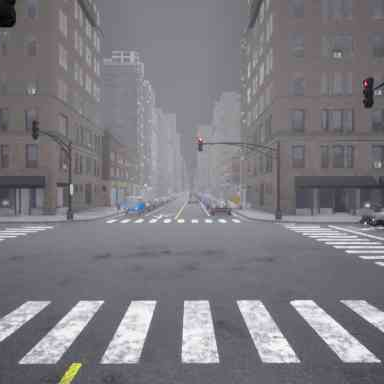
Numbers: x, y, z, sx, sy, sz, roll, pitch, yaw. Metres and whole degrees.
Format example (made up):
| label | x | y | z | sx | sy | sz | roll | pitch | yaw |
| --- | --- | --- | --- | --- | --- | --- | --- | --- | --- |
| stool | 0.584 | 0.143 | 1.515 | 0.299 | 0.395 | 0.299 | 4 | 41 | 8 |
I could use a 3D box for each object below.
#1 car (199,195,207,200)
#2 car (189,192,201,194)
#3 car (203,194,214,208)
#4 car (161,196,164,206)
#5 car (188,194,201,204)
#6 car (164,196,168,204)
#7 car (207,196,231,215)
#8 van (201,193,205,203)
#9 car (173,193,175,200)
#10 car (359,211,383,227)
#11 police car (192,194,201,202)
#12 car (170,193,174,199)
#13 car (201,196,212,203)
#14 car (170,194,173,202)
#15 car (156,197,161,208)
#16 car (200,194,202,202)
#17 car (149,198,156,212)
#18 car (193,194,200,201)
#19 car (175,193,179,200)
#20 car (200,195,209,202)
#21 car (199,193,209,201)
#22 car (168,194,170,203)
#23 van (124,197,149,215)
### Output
| label | x | y | z | sx | sy | sz | roll | pitch | yaw |
| --- | --- | --- | --- | --- | --- | --- | --- | --- | --- |
| car | 3.042 | 1.557 | 90.083 | 1.947 | 1.339 | 4.313 | 0 | 0 | 0 |
| car | 0.303 | 1.038 | 72.994 | 2.150 | 2.045 | 5.566 | 0 | 0 | 0 |
| car | 2.851 | 1.443 | 44.728 | 1.967 | 1.590 | 4.097 | 0 | 0 | 0 |
| car | -5.651 | 1.585 | 50.428 | 1.802 | 1.307 | 4.206 | 0 | 0 | 0 |
| car | 0.261 | 1.565 | 62.960 | 1.994 | 1.385 | 4.181 | 0 | 0 | 0 |
| car | -5.627 | 1.568 | 56.097 | 1.947 | 1.339 | 4.313 | 0 | 0 | 0 |
| car | 2.804 | 1.442 | 33.390 | 1.967 | 1.590 | 4.097 | 0 | 0 | 0 |
| van | 2.899 | 1.343 | 56.066 | 1.690 | 1.788 | 3.998 | 0 | 0 | 0 |
| car | -5.532 | 1.521 | 78.599 | 1.752 | 1.417 | 4.829 | 0 | 0 | 0 |
| car | 13.453 | 1.561 | 20.724 | 5.357 | 1.411 | 2.033 | 0 | 0 | 0 |
| police car | 1.126 | 1.421 | 79.487 | 1.930 | 1.638 | 5.238 | 0 | 0 | -1 |
| car | -5.555 | 1.543 | 73.101 | 1.887 | 1.381 | 4.507 | 0 | 0 | 0 |
| car | 2.947 | 1.551 | 67.405 | 2.008 | 1.369 | 4.403 | 0 | 0 | 0 |
| car | -5.579 | 1.566 | 67.433 | 1.947 | 1.339 | 4.313 | 0 | 0 | 0 |
| car | -5.674 | 1.568 | 44.760 | 1.947 | 1.339 | 4.313 | 0 | 0 | 0 |
| car | 2.923 | 1.526 | 61.905 | 1.752 | 1.417 | 4.829 | 0 | 0 | 0 |
| car | -5.698 | 1.442 | 39.092 | 1.967 | 1.590 | 4.097 | 0 | 0 | 0 |
| car | 1.159 | 1.447 | 89.582 | 1.801 | 1.575 | 5.366 | 0 | 0 | 0 |
| car | -5.484 | 1.306 | 90.106 | 2.192 | 1.841 | 5.009 | 0 | 0 | 0 |
| car | 2.994 | 1.436 | 78.744 | 1.967 | 1.590 | 4.097 | 0 | 0 | 0 |
| car | 3.018 | 1.308 | 84.413 | 2.192 | 1.841 | 5.009 | 0 | 0 | 0 |
| car | -5.604 | 1.527 | 61.595 | 1.752 | 1.417 | 4.829 | 0 | 0 | 0 |
| van | -5.722 | 1.343 | 33.423 | 1.690 | 1.788 | 3.998 | 0 | 0 | 0 |
